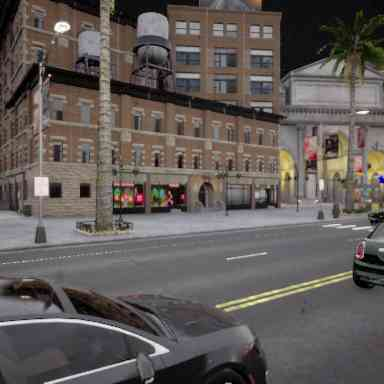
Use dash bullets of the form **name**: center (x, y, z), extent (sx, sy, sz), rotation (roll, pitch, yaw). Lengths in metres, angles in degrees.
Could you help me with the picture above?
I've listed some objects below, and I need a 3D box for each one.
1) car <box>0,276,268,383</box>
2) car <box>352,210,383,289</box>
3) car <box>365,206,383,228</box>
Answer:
- **car**: center (-1.475, 1.505, 2.686), extent (4.892, 1.490, 1.837), rotation (0, 0, -36)
- **car**: center (5.902, 1.362, 7.979), extent (4.553, 1.767, 2.097), rotation (0, 0, -35)
- **car**: center (13.874, 1.627, 22.453), extent (4.718, 1.301, 1.895), rotation (0, 0, -35)
